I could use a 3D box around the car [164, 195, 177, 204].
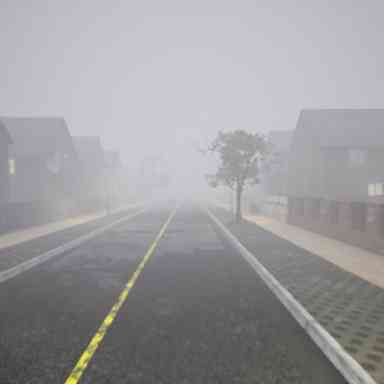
[{"bbox_3d":[-3.443,1.240,53.824,2.033,1.411,5.357,-1,0,-1],"label":"car"}]
